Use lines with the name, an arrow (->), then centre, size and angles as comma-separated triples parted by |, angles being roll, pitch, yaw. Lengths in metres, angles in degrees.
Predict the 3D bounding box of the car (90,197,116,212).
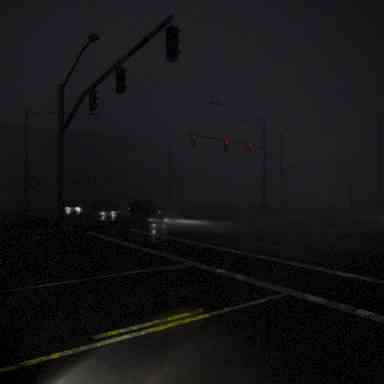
car -> -10.659, 1.564, 39.589 | 1.994, 1.385, 4.181 | 0, 0, -35

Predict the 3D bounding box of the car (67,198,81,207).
car -> -18.155, 1.600, 50.884 | 1.895, 1.301, 4.718 | 0, 0, -22

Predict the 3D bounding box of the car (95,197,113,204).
car -> -16.510, 1.601, 62.708 | 1.895, 1.301, 4.718 | 0, 0, 3

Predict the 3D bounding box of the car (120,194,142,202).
car -> -13.682, 1.524, 72.536 | 1.812, 1.442, 4.674 | 0, 0, 30

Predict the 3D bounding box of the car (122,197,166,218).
car -> -4.218, 1.491, 30.614 | 2.128, 1.511, 4.902 | 0, 0, -36
